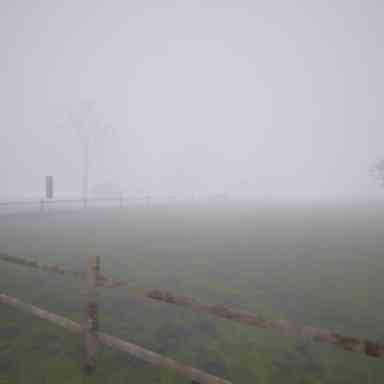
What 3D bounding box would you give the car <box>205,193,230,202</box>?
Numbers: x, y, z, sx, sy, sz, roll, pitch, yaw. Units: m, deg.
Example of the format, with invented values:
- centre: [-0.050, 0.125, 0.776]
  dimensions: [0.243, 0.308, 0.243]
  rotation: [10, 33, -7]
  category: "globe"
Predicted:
- centre: [4.260, 0.863, 53.883]
  dimensions: [2.033, 1.411, 5.357]
  rotation: [-1, 0, 35]
  category: "car"
